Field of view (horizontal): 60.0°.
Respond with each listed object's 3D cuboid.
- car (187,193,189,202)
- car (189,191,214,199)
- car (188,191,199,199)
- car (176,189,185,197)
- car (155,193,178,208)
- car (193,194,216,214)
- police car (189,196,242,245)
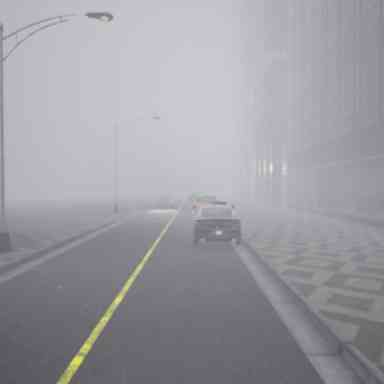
[{"bbox_3d":[0.242,0.900,50.888,1.895,1.301,4.718,0,1,0],"label":"car"},{"bbox_3d":[1.015,0.995,24.343,2.097,1.767,4.553,0,1,0],"label":"car"},{"bbox_3d":[0.312,0.612,65.835,2.128,1.511,4.902,0,1,0],"label":"car"},{"bbox_3d":[-2.633,0.194,77.236,2.097,1.767,4.553,0,1,0],"label":"car"},{"bbox_3d":[-2.922,1.077,36.690,1.895,1.301,4.718,0,1,0],"label":"car"},{"bbox_3d":[1.045,1.039,30.374,1.882,1.535,5.008,0,1,0],"label":"car"},{"bbox_3d":[0.969,1.208,14.484,1.930,1.638,5.238,0,1,0],"label":"police car"}]
